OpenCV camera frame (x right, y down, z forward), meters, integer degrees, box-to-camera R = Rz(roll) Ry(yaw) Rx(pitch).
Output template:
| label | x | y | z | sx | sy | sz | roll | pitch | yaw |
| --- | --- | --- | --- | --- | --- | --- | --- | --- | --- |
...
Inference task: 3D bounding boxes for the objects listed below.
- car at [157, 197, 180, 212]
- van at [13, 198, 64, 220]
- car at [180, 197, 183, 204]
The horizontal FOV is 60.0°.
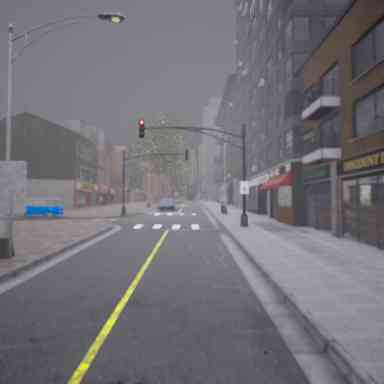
| label | x | y | z | sx | sy | sz | roll | pitch | yaw |
| --- | --- | --- | --- | --- | --- | --- | --- | --- | --- |
| car | -2.755 | 1.453 | 37.741 | 1.882 | 1.535 | 5.008 | 0 | 1 | 1 |
| van | -12.921 | 1.400 | 28.098 | 3.998 | 1.788 | 1.690 | 0 | -2 | 0 |
| car | -2.740 | 1.704 | 65.589 | 1.895 | 1.301 | 4.718 | 0 | -1 | 0 |
